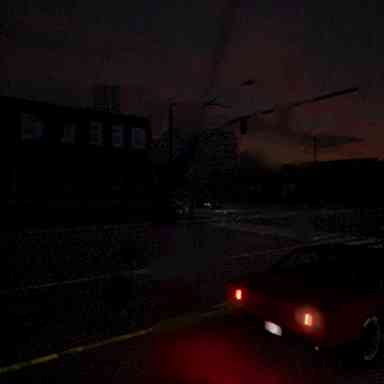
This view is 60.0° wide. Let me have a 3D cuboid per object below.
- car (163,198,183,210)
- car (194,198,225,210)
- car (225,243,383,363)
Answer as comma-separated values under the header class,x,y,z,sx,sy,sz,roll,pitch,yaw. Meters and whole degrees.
class,x,y,z,sx,sy,sz,roll,pitch,yaw
car,-2.758,1.520,43.264,1.812,1.442,4.674,0,0,-35
car,2.163,1.499,42.394,1.837,1.490,4.892,0,0,-35
car,2.947,1.600,5.895,4.718,1.301,1.895,0,0,-35
